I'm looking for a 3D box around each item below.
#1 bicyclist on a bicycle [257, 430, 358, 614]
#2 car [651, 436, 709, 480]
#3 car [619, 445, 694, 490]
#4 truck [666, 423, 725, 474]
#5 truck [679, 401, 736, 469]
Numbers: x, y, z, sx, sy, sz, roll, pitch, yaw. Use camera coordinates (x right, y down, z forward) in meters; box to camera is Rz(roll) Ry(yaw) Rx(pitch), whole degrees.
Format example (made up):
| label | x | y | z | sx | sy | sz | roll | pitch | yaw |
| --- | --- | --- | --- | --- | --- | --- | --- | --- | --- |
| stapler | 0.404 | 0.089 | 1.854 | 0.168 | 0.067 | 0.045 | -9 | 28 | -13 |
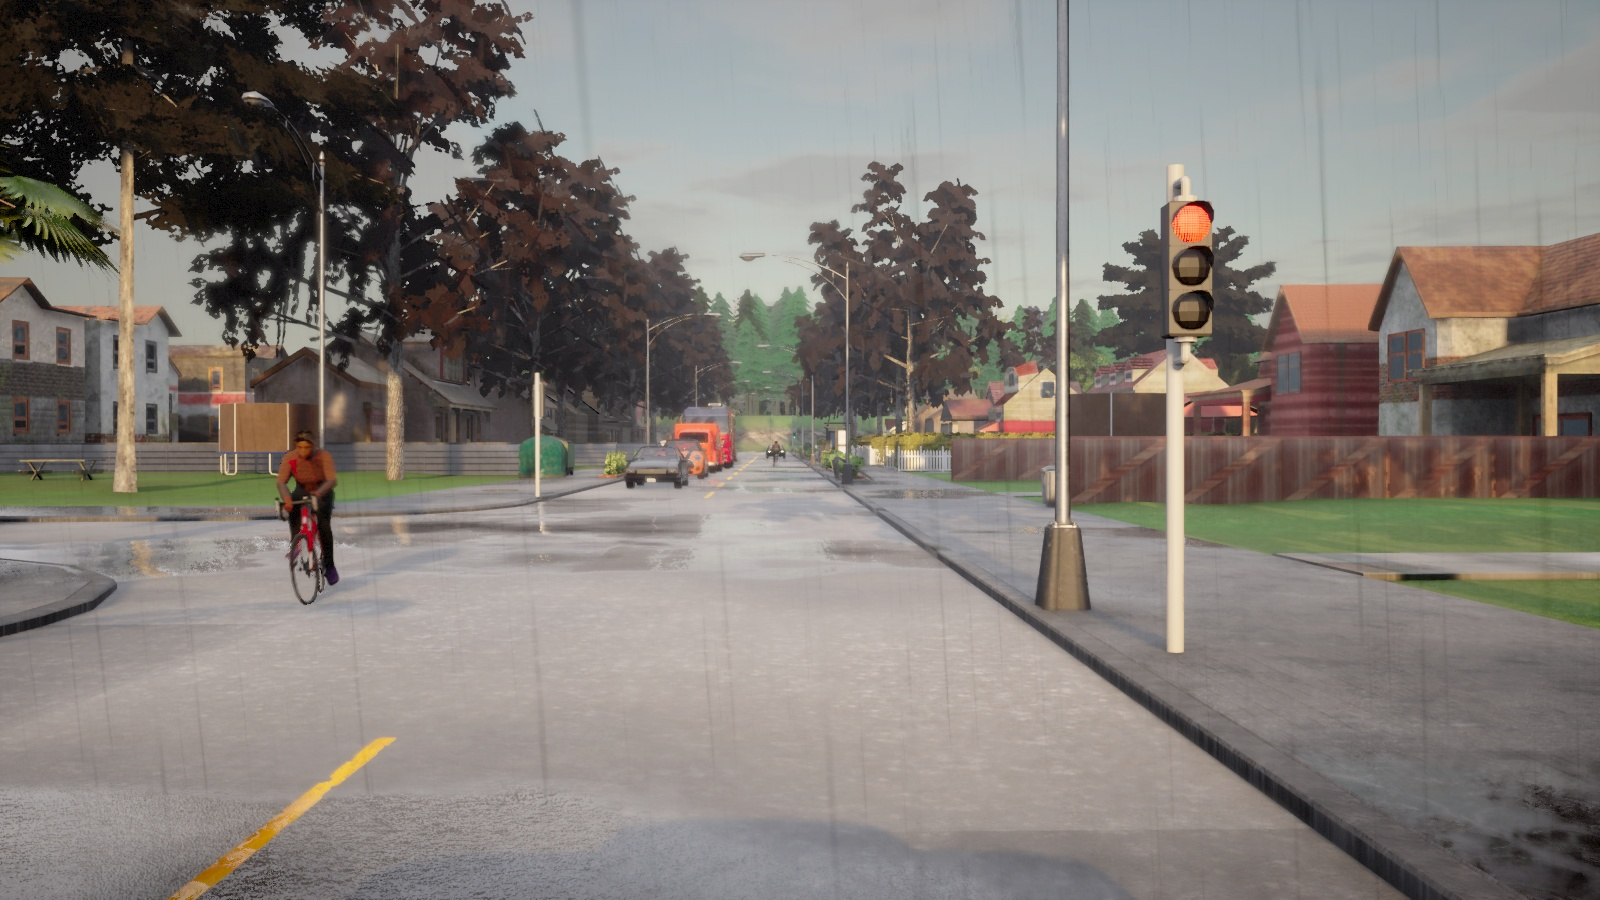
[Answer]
| label | x | y | z | sx | sy | sz | roll | pitch | yaw |
| --- | --- | --- | --- | --- | --- | --- | --- | --- | --- |
| bicyclist on a bicycle | -4.675 | 0.628 | 12.005 | 0.582 | 1.620 | 1.656 | -2 | 1 | -12 |
| car | -4.985 | 0.303 | 52.843 | 2.097 | 1.767 | 4.553 | 0 | 0 | -1 |
| car | -4.789 | 0.549 | 42.690 | 2.033 | 1.411 | 5.357 | 0 | 0 | -1 |
| truck | -5.189 | -0.100 | 63.075 | 2.627 | 2.467 | 5.204 | 0 | 0 | -1 |
| truck | -5.423 | -0.846 | 74.966 | 2.891 | 3.827 | 8.468 | 0 | 0 | -1 |
